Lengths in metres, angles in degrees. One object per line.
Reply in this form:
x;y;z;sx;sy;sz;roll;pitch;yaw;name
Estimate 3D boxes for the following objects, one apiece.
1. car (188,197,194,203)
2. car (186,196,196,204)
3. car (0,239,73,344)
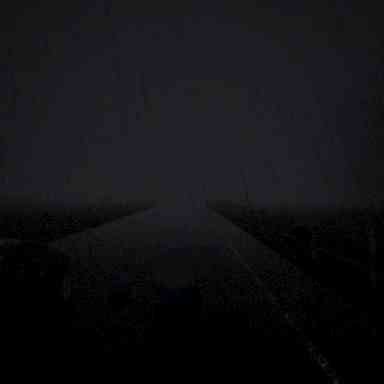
-0.280;2.133;90.746;1.812;1.442;4.674;0;0;0;car
-0.248;1.870;80.357;2.150;2.045;5.566;0;0;0;car
-3.506;1.600;5.611;1.812;1.442;4.674;0;0;0;car
